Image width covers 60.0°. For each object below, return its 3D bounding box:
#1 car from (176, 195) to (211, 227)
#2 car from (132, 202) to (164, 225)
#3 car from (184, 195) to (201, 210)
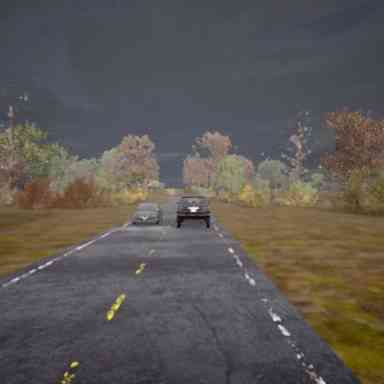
[{"bbox_3d":[0.104,1.216,22.789,2.150,2.045,5.566,0,0,0],"label":"car"},{"bbox_3d":[-3.105,1.499,24.148,1.837,1.490,4.892,0,0,0],"label":"car"},{"bbox_3d":[0.088,1.334,42.555,2.097,1.767,4.553,0,0,0],"label":"car"}]
